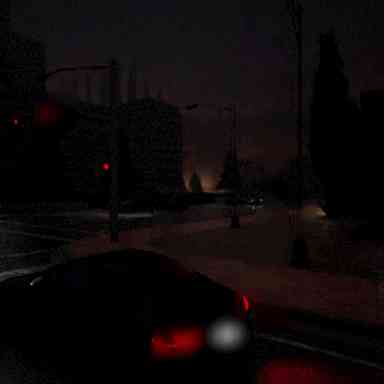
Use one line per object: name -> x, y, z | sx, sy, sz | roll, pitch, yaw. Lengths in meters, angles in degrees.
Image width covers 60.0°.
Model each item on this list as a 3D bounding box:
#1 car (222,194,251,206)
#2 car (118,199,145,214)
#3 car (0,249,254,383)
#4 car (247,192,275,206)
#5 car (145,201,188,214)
car -> 7.462, 1.542, 55.646 | 1.837, 1.490, 4.892 | 0, 0, 37
car -> -6.634, 1.508, 36.468 | 1.882, 1.535, 5.008 | 0, 0, 36
car -> -1.242, 1.568, 4.898 | 4.181, 1.385, 1.994 | 0, 0, 36
car -> 11.541, 1.385, 55.265 | 2.097, 1.767, 4.553 | 0, 0, 37
car -> -2.520, 1.628, 36.165 | 1.895, 1.301, 4.718 | 0, 0, 36
